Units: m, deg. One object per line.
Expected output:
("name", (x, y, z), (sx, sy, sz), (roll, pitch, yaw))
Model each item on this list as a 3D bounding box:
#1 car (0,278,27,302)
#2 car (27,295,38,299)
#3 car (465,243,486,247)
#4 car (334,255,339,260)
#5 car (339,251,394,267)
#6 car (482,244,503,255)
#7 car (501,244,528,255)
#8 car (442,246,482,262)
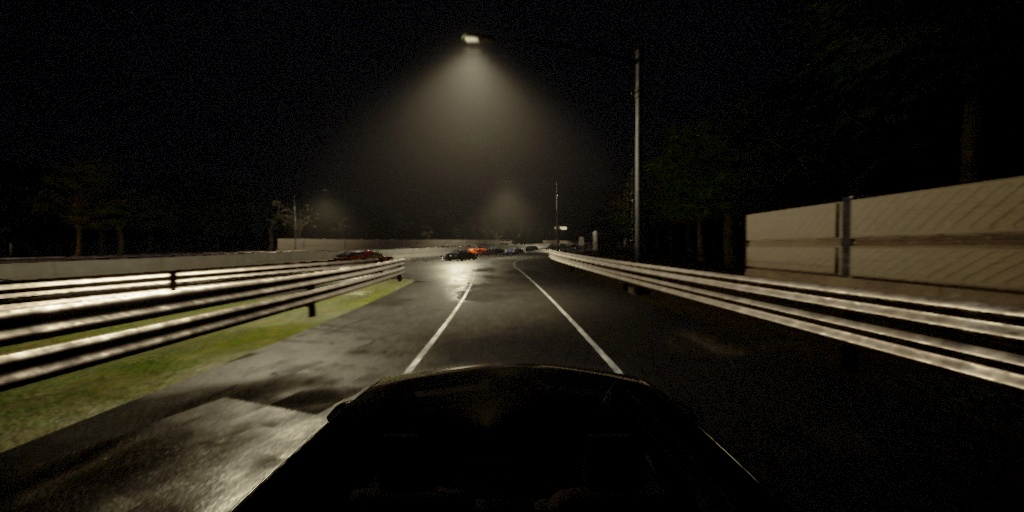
("car", (-17.827, 1.037, 9.364), (2.150, 2.045, 5.566), (0, 2, 20))
("car", (-20.449, 1.240, 12.408), (1.837, 1.490, 4.892), (0, 2, 20))
("car", (-6.114, -1.032, 62.379), (2.097, 1.767, 4.553), (0, 2, 20))
("car", (-15.595, 0.237, 36.137), (2.128, 1.511, 4.902), (0, 2, 20))
("car", (-12.984, 0.303, 33.064), (1.882, 1.535, 5.008), (0, 2, 20))
("car", (-2.801, -0.895, 61.246), (2.128, 1.511, 4.902), (0, 2, 20))
("car", (0.489, -0.840, 60.045), (2.033, 1.411, 5.357), (0, 2, 20))
("car", (-5.959, -0.073, 42.200), (2.033, 1.411, 5.357), (0, 2, 20))
